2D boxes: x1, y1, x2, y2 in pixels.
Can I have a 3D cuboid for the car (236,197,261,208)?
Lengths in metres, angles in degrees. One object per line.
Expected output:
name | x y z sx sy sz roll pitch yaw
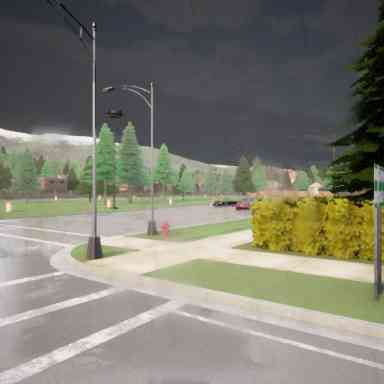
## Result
car | 8.333 1.526 48.646 1.812 1.442 4.674 0 0 36

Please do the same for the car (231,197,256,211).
car | 7.058 1.564 40.920 1.994 1.385 4.181 0 0 36

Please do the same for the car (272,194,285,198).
car | 17.716 1.353 67.566 2.097 1.767 4.553 0 0 36

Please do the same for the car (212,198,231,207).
car | 4.967 1.600 49.969 1.895 1.301 4.718 0 0 36

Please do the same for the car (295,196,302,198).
car | 21.428 1.547 66.725 2.033 1.411 5.357 0 0 36
